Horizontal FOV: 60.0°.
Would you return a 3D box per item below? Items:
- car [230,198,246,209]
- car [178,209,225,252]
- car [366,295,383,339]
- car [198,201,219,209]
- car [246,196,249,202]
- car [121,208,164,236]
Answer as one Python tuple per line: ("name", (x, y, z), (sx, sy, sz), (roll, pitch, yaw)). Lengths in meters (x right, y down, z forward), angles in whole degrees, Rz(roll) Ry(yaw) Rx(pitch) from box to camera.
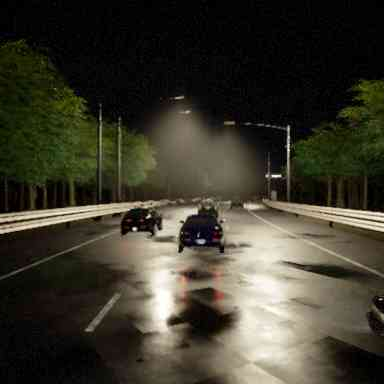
("car", (7.594, 1.886, 56.226), (2.097, 1.767, 4.553), (0, 0, 8))
("car", (0.418, 1.665, 14.478), (1.812, 1.442, 4.674), (0, -1, 2))
("car", (3.522, 1.578, 2.535), (2.033, 1.411, 5.357), (0, -1, 1))
("car", (1.758, 1.690, 35.343), (2.097, 1.767, 4.553), (0, -1, 5))
("car", (12.833, 2.296, 85.197), (1.837, 1.490, 4.892), (0, -1, 12))
("car", (-2.853, 1.688, 19.677), (1.837, 1.490, 4.892), (0, -1, 3))
